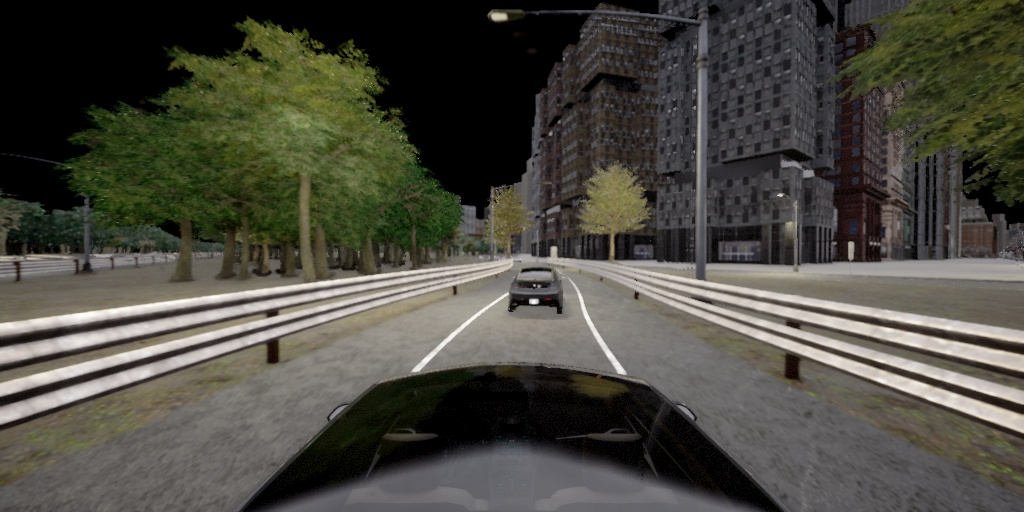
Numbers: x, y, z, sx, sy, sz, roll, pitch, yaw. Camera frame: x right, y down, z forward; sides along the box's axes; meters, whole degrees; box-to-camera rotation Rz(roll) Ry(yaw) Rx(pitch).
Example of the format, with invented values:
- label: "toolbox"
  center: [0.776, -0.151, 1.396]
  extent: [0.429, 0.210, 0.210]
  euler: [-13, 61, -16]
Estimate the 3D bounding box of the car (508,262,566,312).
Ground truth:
- label: "car"
  center: [1.003, 1.165, 13.696]
  extent: [1.837, 1.490, 4.892]
  euler: [0, 0, 7]
